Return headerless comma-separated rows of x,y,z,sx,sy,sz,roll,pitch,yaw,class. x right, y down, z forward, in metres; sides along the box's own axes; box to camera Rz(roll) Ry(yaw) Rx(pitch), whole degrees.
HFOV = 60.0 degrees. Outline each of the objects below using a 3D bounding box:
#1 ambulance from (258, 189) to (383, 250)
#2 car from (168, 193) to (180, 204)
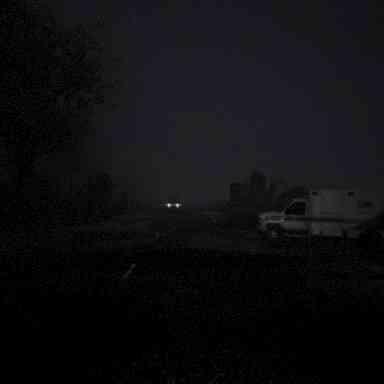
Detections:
6.198,1.096,14.866,6.366,2.431,2.351,1,1,14,ambulance
-3.503,1.185,64.793,2.150,2.045,5.566,0,0,0,car
